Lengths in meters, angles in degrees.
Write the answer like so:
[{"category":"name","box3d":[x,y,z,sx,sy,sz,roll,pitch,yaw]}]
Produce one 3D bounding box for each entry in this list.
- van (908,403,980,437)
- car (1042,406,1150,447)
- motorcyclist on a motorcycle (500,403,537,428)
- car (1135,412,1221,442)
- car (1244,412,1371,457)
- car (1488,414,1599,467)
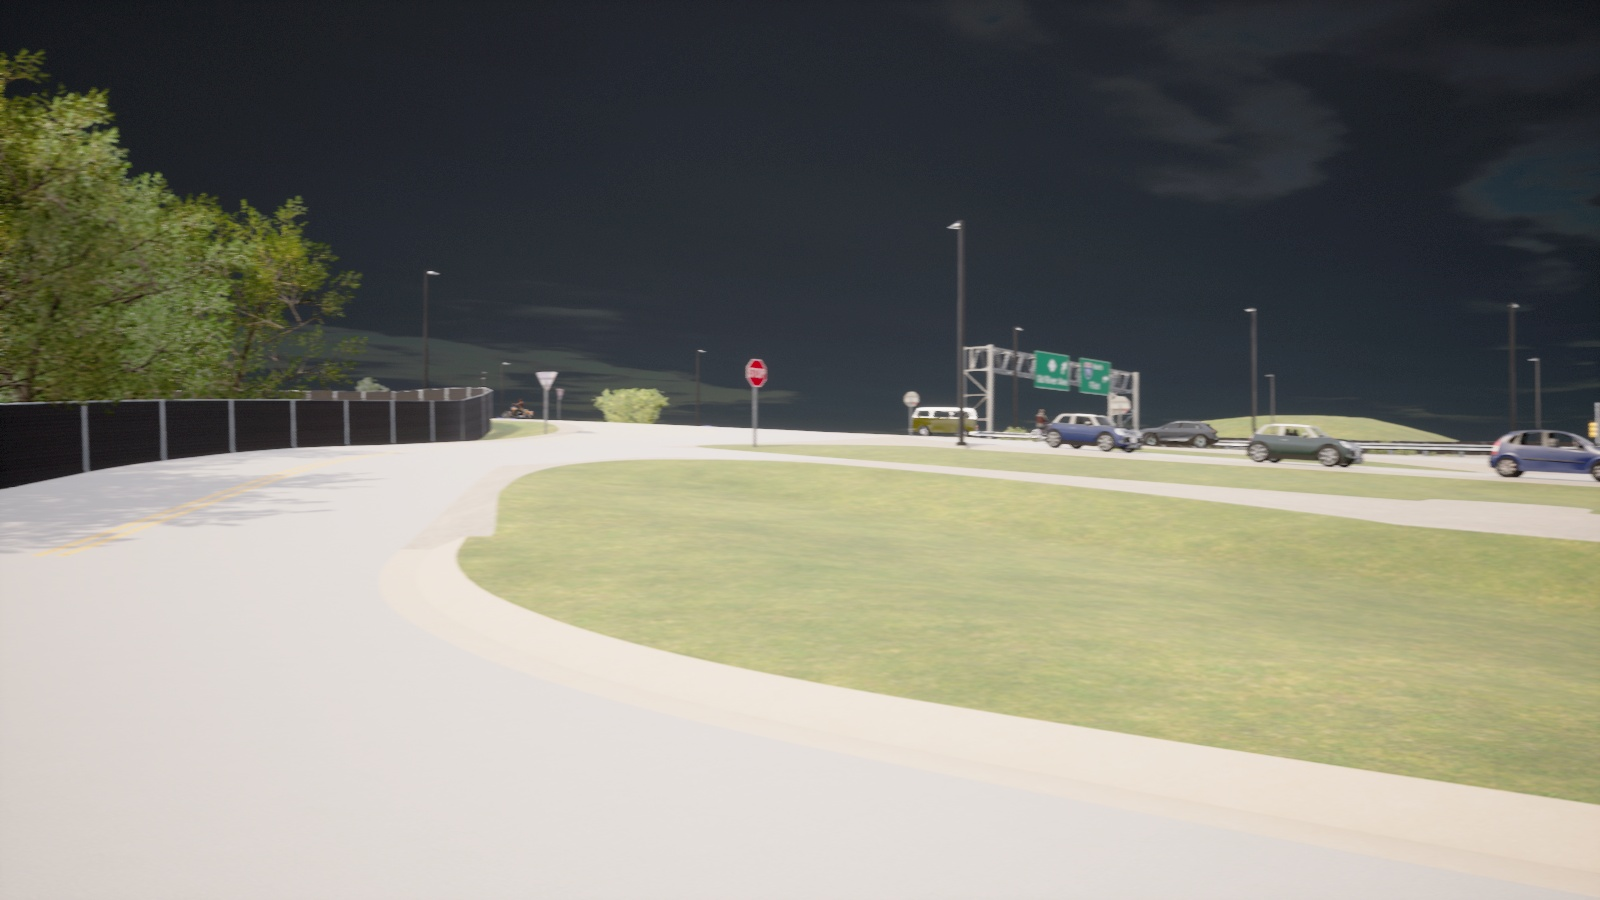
[{"category":"van","box3d":[9.296,-1.904,80.898,4.480,2.038,2.069,1,-1,10]},{"category":"car","box3d":[12.126,-0.974,51.527,1.970,1.475,3.806,1,2,-43]},{"category":"motorcyclist on a motorcycle","box3d":[-18.963,-2.327,84.597,2.350,1.649,0.766,1,0,18]},{"category":"car","box3d":[22.786,-1.372,75.769,4.856,1.649,2.033,2,0,16]},{"category":"car","box3d":[18.531,-0.562,45.910,3.806,1.475,1.970,3,2,40]},{"category":"car","box3d":[24.769,-0.321,40.758,3.988,1.617,1.851,2,1,38]}]
